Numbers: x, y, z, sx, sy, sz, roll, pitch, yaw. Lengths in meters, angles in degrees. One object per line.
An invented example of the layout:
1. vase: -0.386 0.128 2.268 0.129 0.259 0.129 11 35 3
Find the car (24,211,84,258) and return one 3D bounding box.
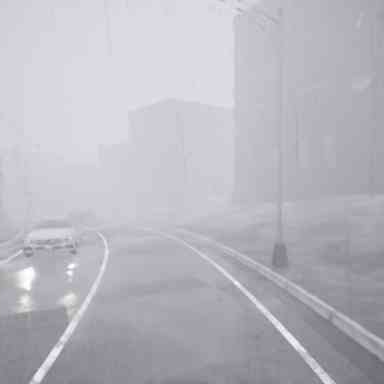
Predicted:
1. car: -5.857 1.784 14.354 1.812 1.442 4.674 -1 -1 -16

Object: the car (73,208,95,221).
1. car: -11.690 2.394 34.931 1.812 1.442 4.674 -2 -1 -35
